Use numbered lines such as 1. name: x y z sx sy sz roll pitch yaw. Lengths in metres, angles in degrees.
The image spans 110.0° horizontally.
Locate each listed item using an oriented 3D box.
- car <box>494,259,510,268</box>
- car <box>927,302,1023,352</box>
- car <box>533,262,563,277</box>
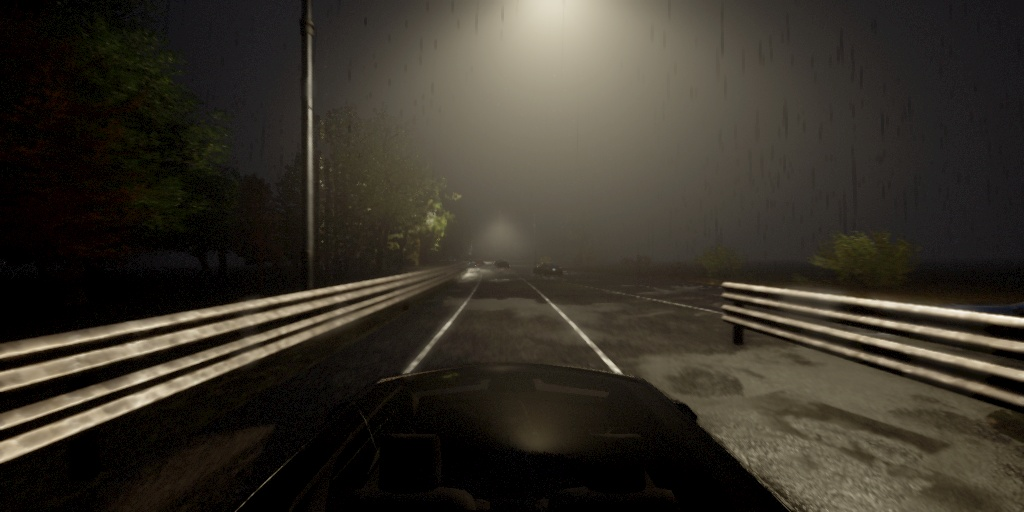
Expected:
1. car: -1.725 1.268 59.327 1.812 1.442 4.674 0 0 -13
2. car: 10.208 1.172 5.650 2.033 1.411 5.357 0 0 -13
3. car: 3.500 1.263 35.646 1.994 1.385 4.181 -1 0 -14
